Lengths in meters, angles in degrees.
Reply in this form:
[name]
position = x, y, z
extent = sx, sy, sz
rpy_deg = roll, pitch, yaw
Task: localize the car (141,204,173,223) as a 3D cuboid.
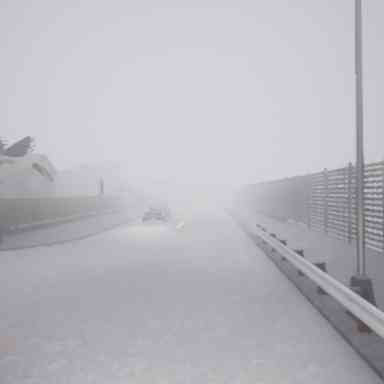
[car]
position = -2.686, 1.660, 26.186
extent = 1.895, 1.301, 4.718
rpy_deg = -1, 0, 3
